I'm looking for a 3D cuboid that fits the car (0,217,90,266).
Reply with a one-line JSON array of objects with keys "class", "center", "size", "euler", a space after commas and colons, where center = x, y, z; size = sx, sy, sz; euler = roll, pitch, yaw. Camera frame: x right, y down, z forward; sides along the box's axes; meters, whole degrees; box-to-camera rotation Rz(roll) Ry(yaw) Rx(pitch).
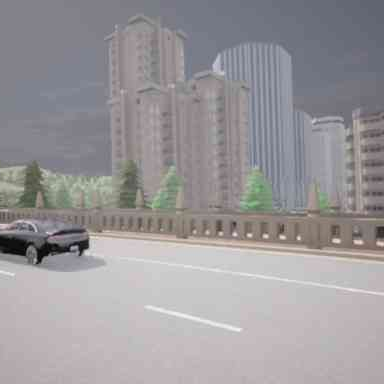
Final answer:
[{"class": "car", "center": [-5.899, 1.718, 12.501], "size": [4.902, 1.511, 2.128], "euler": [-2, -1, 35]}]
